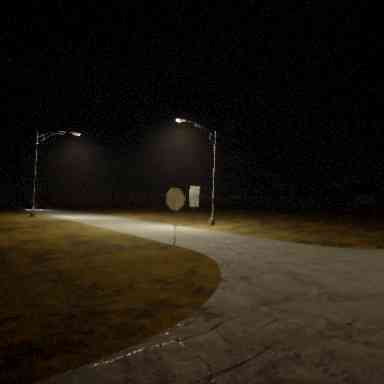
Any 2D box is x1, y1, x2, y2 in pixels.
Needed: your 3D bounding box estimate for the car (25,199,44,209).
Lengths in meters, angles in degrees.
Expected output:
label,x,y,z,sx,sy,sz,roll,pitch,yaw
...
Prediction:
label,x,y,z,sx,sy,sz,roll,pitch,yaw
car,-22.405,1.697,47.286,1.994,1.385,4.181,4,-2,-36
